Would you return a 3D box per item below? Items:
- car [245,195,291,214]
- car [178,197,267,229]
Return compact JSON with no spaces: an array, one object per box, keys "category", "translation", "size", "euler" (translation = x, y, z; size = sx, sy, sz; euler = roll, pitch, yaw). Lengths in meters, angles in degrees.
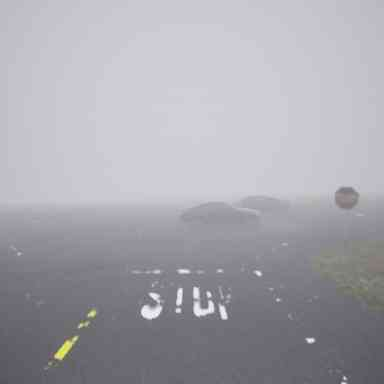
[{"category":"car","translation":[4.818,0.951,25.685],"size":[5.357,1.411,2.033],"euler":[-1,3,0]},{"category":"car","translation":[1.560,1.224,18.689],"size":[4.674,1.442,1.812],"euler":[0,2,0]}]
